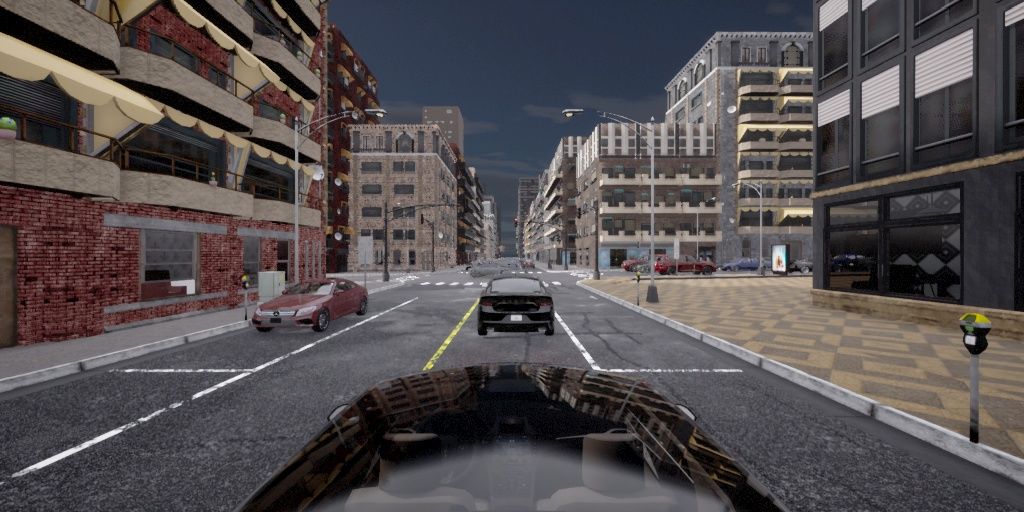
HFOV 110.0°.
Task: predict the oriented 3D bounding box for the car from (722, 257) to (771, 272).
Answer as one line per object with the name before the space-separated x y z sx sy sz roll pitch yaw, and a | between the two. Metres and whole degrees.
car | 23.841 0.829 36.654 5.357 1.411 2.033 -1 0 -1

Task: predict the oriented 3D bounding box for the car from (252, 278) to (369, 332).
car | -5.742 1.332 10.806 1.802 1.307 4.207 0 0 0

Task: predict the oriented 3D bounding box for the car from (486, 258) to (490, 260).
car | -5.689 1.086 64.194 2.192 1.841 5.009 0 0 0

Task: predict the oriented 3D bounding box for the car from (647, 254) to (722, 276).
car | 14.710 0.778 30.785 5.009 1.841 2.192 0 0 0

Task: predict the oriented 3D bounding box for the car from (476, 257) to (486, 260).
car | -5.690 1.293 58.342 1.751 1.417 4.829 0 0 0

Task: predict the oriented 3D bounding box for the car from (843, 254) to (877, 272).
car | 31.351 0.717 30.930 4.313 1.339 1.948 0 0 0

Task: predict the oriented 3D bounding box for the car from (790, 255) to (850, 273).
car | 25.803 0.822 30.881 4.313 1.339 1.948 0 0 0

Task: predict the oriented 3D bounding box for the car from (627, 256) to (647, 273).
car | 14.446 1.021 36.572 4.181 1.385 1.994 -1 0 -1

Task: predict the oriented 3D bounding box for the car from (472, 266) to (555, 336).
car | 0.099 1.227 10.465 1.882 1.535 5.008 0 0 0

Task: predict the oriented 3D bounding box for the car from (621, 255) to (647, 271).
car | 14.575 0.764 39.164 5.009 1.841 2.192 0 0 0

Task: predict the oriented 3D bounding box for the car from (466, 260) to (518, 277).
car | -1.837 1.328 33.231 4.181 1.385 1.994 -1 0 0

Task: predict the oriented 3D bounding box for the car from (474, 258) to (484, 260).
car | -5.689 1.330 52.829 1.948 1.339 4.313 0 0 0

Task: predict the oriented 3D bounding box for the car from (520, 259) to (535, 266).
car | 2.691 1.207 58.513 1.967 1.591 4.097 0 0 0
